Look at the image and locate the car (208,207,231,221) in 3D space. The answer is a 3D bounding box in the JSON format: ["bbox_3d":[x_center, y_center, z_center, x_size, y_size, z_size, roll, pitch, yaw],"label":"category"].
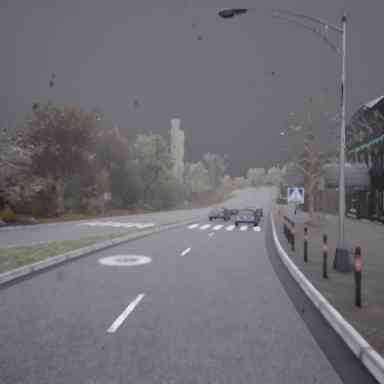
[{"bbox_3d":[3.004,2.330,35.610,2.033,1.411,5.357,1,-1,13],"label":"car"}]

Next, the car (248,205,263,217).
[{"bbox_3d":[8.983,2.643,46.911,1.882,1.535,5.008,1,-1,14],"label":"car"}]

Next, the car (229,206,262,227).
[{"bbox_3d":[4.777,2.194,28.896,2.033,1.411,5.357,1,-1,13],"label":"car"}]

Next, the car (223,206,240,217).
[{"bbox_3d":[5.599,2.705,46.743,1.895,1.301,4.718,1,-1,14],"label":"car"}]

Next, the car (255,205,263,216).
[{"bbox_3d":[6.338,2.346,35.614,1.837,1.490,4.892,1,-1,13],"label":"car"}]
